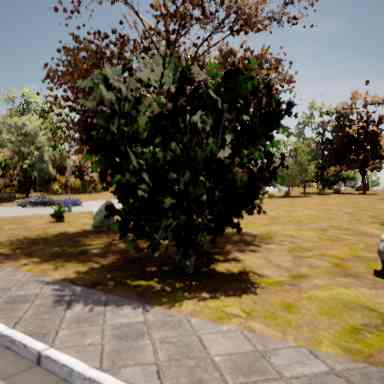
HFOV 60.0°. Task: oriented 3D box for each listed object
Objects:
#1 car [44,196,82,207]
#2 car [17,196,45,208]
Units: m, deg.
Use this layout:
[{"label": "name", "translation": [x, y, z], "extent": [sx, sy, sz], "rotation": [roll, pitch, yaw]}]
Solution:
[{"label": "car", "translation": [-16.647, 1.333, 43.902], "extent": [1.994, 1.385, 4.181], "rotation": [0, 2, 39]}, {"label": "car", "translation": [-20.726, 1.344, 44.428], "extent": [1.837, 1.490, 4.892], "rotation": [0, 2, 39]}]
